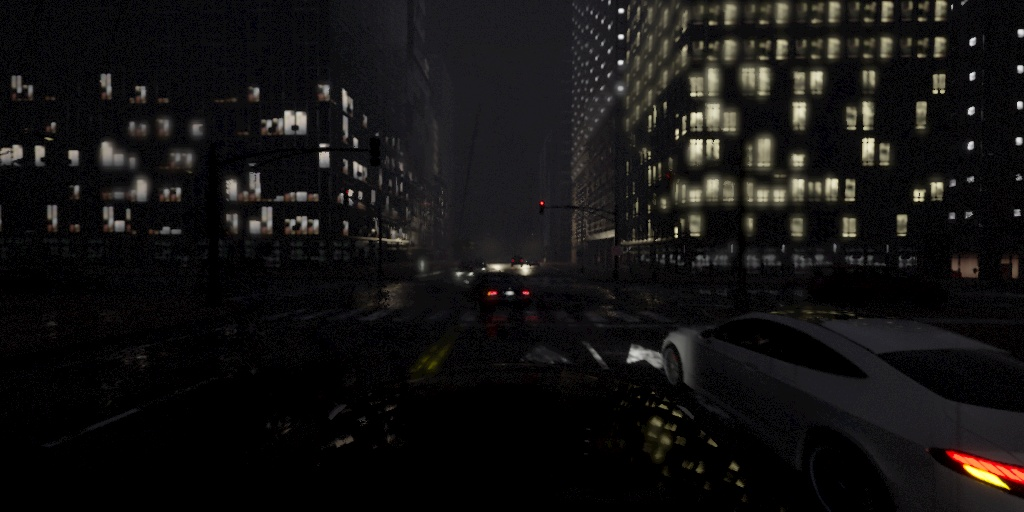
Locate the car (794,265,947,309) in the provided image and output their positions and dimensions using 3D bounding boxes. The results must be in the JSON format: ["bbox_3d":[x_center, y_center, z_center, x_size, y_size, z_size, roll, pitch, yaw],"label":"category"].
[{"bbox_3d":[16.394,1.343,16.345,5.009,1.841,2.192,0,0,2],"label":"car"}]

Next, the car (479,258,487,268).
[{"bbox_3d":[-5.651,1.129,62.688,2.097,1.767,4.553,0,0,1],"label":"car"}]

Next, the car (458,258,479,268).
[{"bbox_3d":[-5.926,1.248,47.373,1.882,1.535,5.008,0,0,1],"label":"car"}]

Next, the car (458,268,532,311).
[{"bbox_3d":[-0.794,1.381,15.038,2.033,1.411,5.357,1,-1,-17],"label":"car"}]

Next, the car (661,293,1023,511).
[{"bbox_3d":[3.272,1.287,3.864,1.812,1.442,4.674,0,0,1],"label":"car"}]

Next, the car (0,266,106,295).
[{"bbox_3d":[-22.518,1.149,17.449,4.313,1.339,1.948,0,0,2],"label":"car"}]
